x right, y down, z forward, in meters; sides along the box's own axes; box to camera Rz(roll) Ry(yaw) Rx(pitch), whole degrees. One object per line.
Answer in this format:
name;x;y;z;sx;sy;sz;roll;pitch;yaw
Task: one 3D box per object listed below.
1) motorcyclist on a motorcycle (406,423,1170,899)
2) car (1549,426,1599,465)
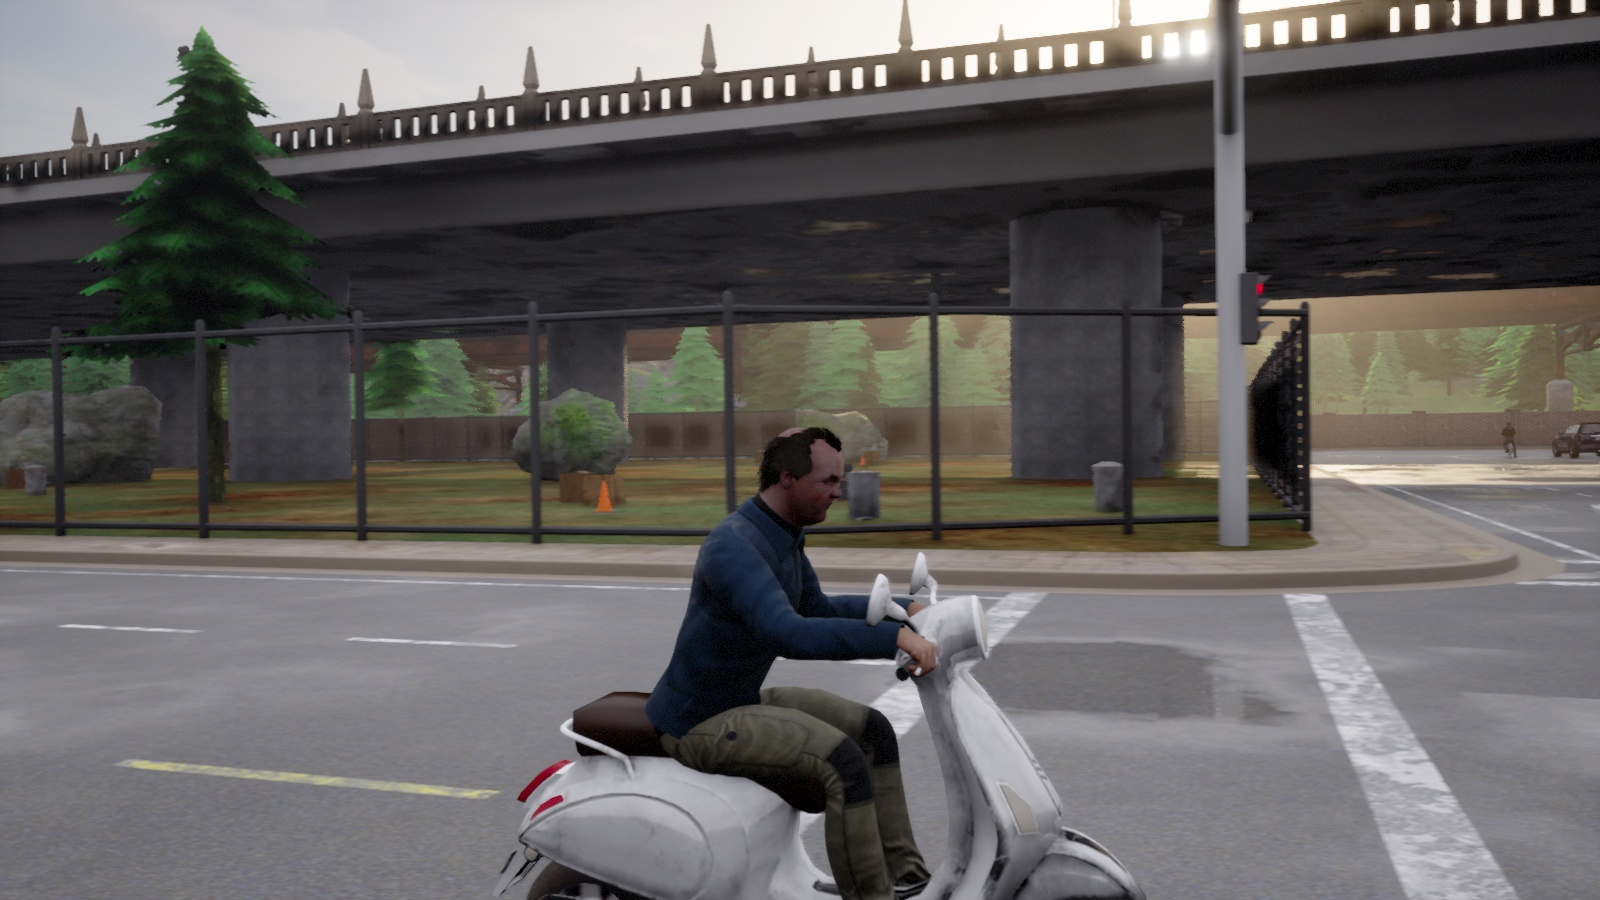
motorcyclist on a motorcycle;0.012;0.733;3.304;1.817;1.590;0.866;0;0;15
car;37.402;-0.246;59.772;2.097;1.767;4.553;0;1;18
